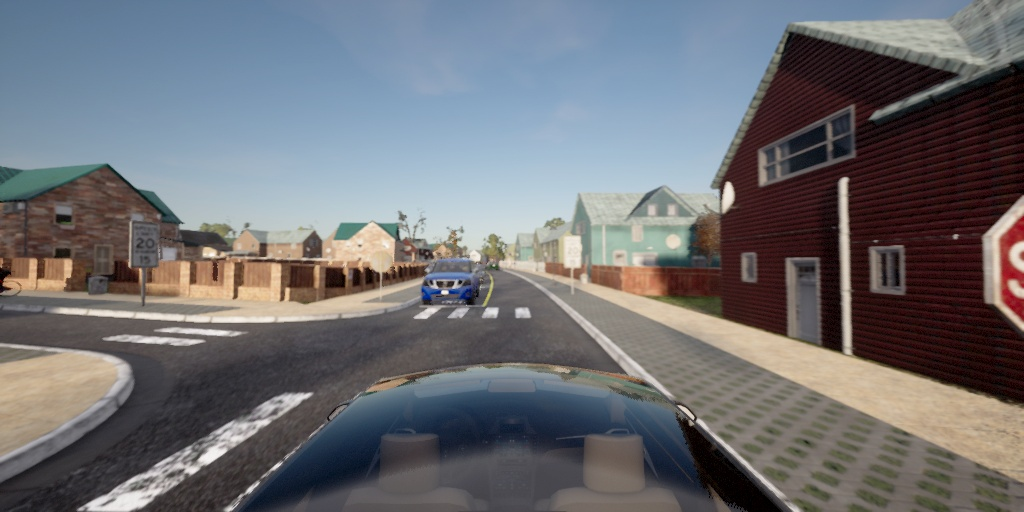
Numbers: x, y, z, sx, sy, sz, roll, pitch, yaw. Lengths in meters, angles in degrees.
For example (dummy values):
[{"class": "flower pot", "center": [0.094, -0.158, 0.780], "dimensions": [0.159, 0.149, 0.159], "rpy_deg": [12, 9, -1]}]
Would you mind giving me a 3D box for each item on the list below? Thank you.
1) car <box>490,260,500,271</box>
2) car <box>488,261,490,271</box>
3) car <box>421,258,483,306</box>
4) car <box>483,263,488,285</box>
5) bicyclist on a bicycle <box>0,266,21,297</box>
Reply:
[{"class": "car", "center": [-3.297, 1.640, 61.154], "dimensions": [2.097, 1.767, 4.553], "rpy_deg": [0, -1, -9]}, {"class": "car", "center": [-3.956, 1.611, 41.347], "dimensions": [2.128, 1.511, 4.902], "rpy_deg": [0, -1, -5]}, {"class": "car", "center": [-2.743, 1.124, 17.112], "dimensions": [2.150, 2.045, 5.566], "rpy_deg": [0, 0, -1]}, {"class": "car", "center": [-3.159, 1.520, 29.437], "dimensions": [1.837, 1.490, 4.892], "rpy_deg": [0, -1, -3]}, {"class": "bicyclist on a bicycle", "center": [-20.922, 0.892, 14.375], "dimensions": [0.582, 1.620, 1.656], "rpy_deg": [1, -1, 12]}]
